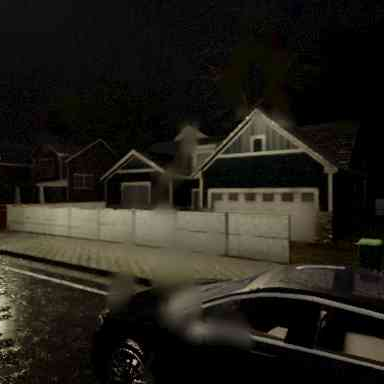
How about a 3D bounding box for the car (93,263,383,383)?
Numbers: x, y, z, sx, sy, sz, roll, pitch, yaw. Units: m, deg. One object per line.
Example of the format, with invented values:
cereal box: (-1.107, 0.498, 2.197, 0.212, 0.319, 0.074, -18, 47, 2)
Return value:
car: (1.076, 1.491, 3.224, 4.902, 1.511, 2.128, 0, 0, 35)
